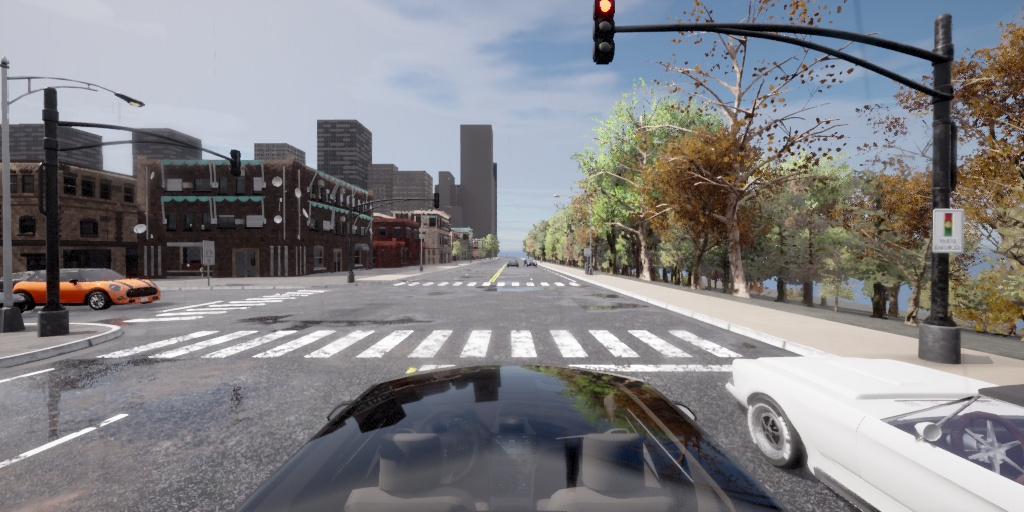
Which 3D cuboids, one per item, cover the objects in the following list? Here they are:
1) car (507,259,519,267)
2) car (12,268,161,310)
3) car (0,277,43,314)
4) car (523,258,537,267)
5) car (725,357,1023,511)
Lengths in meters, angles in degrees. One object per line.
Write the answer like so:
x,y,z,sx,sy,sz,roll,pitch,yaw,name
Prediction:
0.158,1.290,63.420,1.994,1.385,4.181,0,0,1,car
-17.966,1.301,15.296,4.553,1.767,2.097,-1,1,-1,car
-19.936,1.565,12.562,4.313,1.339,1.948,0,0,0,car
3.420,1.327,63.698,1.895,1.301,4.718,0,0,0,car
3.350,1.351,1.913,1.895,1.301,4.718,0,0,0,car
